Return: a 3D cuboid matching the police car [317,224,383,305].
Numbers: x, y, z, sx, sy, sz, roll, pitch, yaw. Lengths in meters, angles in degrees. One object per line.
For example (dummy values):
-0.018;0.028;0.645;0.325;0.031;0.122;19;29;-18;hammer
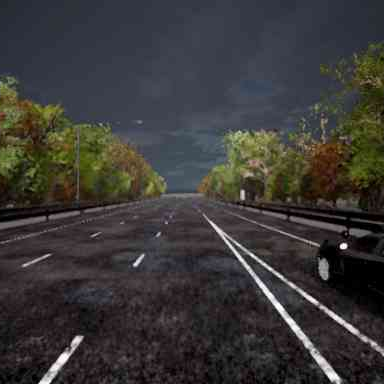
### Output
4.348;1.478;6.939;1.930;1.638;5.238;0;-1;-4;police car
